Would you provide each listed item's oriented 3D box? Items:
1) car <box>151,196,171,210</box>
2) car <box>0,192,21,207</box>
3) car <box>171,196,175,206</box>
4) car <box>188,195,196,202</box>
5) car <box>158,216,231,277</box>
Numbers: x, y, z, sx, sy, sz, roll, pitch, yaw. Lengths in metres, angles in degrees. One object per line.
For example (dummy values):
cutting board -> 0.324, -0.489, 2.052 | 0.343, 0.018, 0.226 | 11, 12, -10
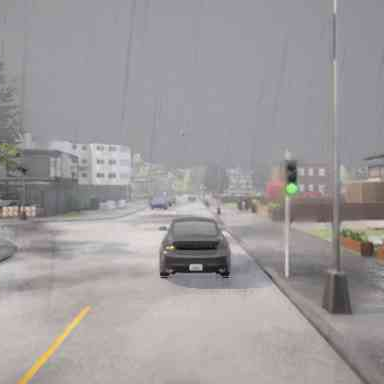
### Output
car -> -4.109, 1.467, 42.667 | 1.882, 1.535, 5.008 | 0, 0, 0
car -> -19.769, 0.977, 34.309 | 1.905, 1.878, 3.866 | 0, 0, 35
car -> -4.089, 1.465, 52.081 | 1.882, 1.535, 5.008 | 0, 0, 0
car -> -0.026, 1.506, 76.291 | 2.128, 1.511, 4.902 | 0, 0, 0
car -> 0.030, 1.503, 10.194 | 1.837, 1.490, 4.892 | 0, 0, -2
